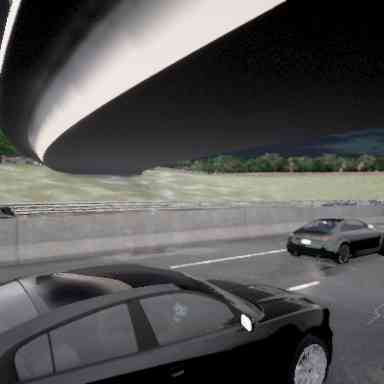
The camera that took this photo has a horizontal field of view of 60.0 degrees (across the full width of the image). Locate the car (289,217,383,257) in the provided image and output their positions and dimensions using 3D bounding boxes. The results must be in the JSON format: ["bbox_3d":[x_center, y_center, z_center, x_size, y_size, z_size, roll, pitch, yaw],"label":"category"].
[{"bbox_3d":[5.291,1.571,11.823,4.181,1.385,1.994,0,0,-36],"label":"car"}]

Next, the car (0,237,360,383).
[{"bbox_3d":[-0.588,1.477,3.328,5.008,1.535,1.882,0,0,-36],"label":"car"}]

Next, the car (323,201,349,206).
[{"bbox_3d":[19.157,1.791,43.446,4.718,1.301,1.895,1,0,-35],"label":"car"}]

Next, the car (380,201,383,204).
[{"bbox_3d":[24.174,1.551,38.422,4.553,1.767,2.097,0,0,-35],"label":"car"}]

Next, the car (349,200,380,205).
[{"bbox_3d":[22.150,1.691,41.276,4.902,1.511,2.128,1,0,-35],"label":"car"}]

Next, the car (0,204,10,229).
[{"bbox_3d":[-13.723,1.526,19.983,4.674,1.442,1.812,0,0,-36],"label":"car"}]

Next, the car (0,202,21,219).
[{"bbox_3d":[-9.744,1.352,14.237,4.553,1.767,2.097,0,0,-36],"label":"car"}]
